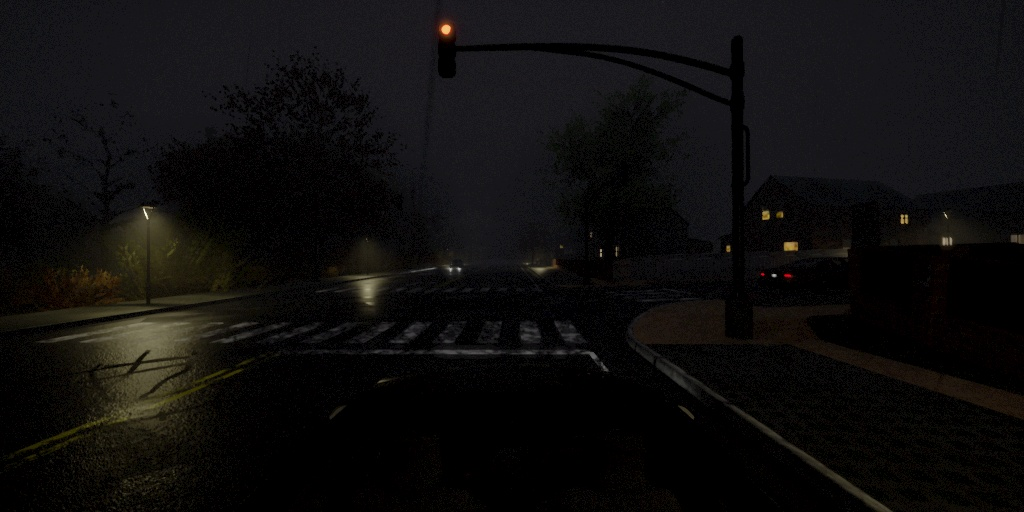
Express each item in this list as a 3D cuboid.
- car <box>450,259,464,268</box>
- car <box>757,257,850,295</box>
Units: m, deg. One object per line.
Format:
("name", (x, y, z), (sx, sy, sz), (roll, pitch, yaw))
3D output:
("car", (-9.697, 1.307, 63.260), (1.837, 1.490, 4.892), (0, 0, 0))
("car", (12.835, 0.746, 14.387), (5.357, 1.411, 2.033), (-2, -1, -6))
